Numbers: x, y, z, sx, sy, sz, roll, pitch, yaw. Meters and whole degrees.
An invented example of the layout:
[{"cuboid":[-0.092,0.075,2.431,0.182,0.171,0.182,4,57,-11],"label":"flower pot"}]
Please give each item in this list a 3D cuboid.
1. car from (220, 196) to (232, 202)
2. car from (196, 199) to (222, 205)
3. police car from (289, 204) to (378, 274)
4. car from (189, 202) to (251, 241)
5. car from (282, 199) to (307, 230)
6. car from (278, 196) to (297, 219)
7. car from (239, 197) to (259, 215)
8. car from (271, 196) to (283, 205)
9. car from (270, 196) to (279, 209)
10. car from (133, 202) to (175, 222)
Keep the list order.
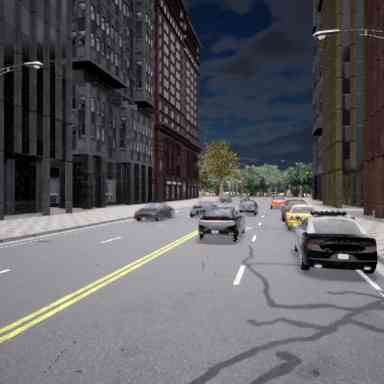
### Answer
[{"cuboid":[6.768,1.539,66.095,2.033,1.411,5.357,0,0,14],"label":"car"},{"cuboid":[1.120,1.562,29.392,1.994,1.385,4.181,0,0,14],"label":"car"},{"cuboid":[4.424,1.425,10.892,1.930,1.638,5.238,0,0,14],"label":"police car"},{"cuboid":[1.586,1.490,16.686,2.128,1.511,4.902,0,0,14],"label":"car"},{"cuboid":[6.802,1.454,20.688,1.801,1.575,5.366,0,0,14],"label":"car"},{"cuboid":[8.165,1.350,26.305,2.097,1.767,4.553,0,0,14],"label":"car"},{"cuboid":[5.792,1.544,34.013,2.033,1.411,5.357,0,0,14],"label":"car"},{"cuboid":[15.326,1.540,59.948,2.033,1.411,5.357,0,0,14],"label":"car"},{"cuboid":[11.701,1.348,44.983,2.097,1.767,4.553,0,0,14],"label":"car"},{"cuboid":[-2.883,1.546,26.676,2.033,1.411,5.357,0,0,14],"label":"car"}]
